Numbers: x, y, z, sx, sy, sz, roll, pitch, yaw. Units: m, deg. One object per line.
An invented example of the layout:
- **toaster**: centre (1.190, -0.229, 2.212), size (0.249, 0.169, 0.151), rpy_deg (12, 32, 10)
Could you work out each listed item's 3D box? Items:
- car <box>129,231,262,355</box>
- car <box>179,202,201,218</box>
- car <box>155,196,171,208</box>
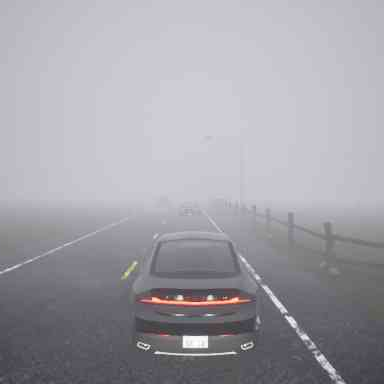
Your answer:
- **car**: centre (0.049, 1.505, 6.312), size (1.837, 1.490, 4.892), rpy_deg (0, 0, 0)
- **car**: centre (-0.209, 1.590, 30.292), size (1.895, 1.301, 4.718), rpy_deg (0, 0, -1)
- **car**: centre (-4.117, 1.321, 47.962), size (2.097, 1.767, 4.553), rpy_deg (0, 0, -1)
